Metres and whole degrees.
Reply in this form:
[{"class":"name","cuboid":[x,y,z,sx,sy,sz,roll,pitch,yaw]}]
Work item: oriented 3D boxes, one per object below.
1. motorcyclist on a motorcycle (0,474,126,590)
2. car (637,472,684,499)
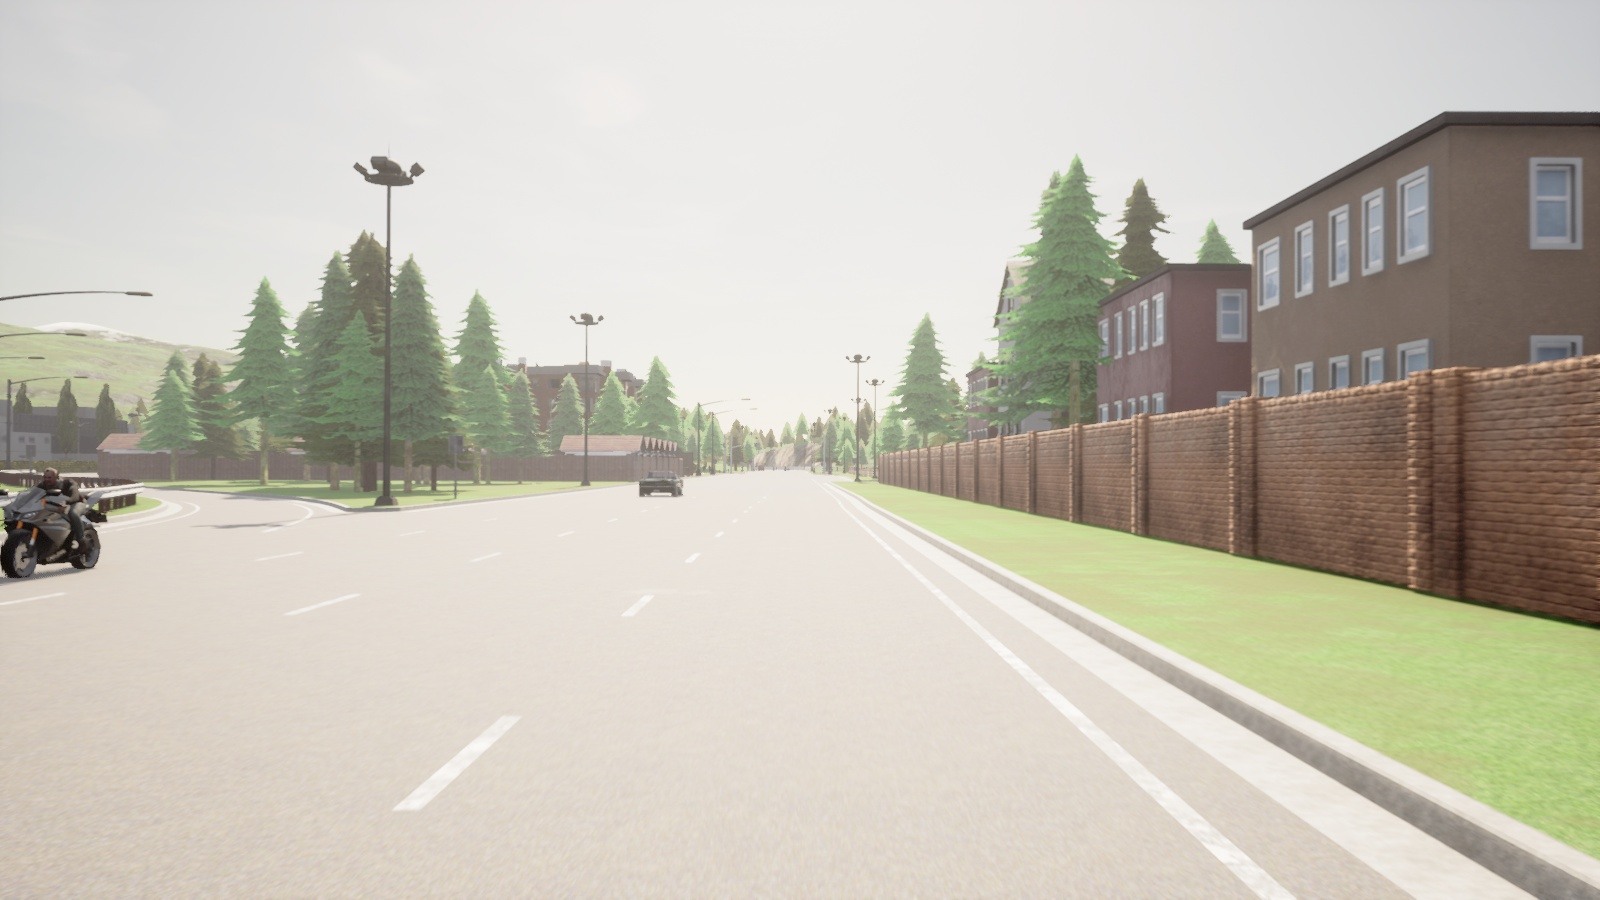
[{"class":"motorcyclist on a motorcycle","cuboid":[-10.542,1.117,17.738,0.866,1.530,2.191,0,-1,0]},{"class":"car","cuboid":[-6.983,1.762,63.257,1.895,1.301,4.718,0,-1,0]}]
